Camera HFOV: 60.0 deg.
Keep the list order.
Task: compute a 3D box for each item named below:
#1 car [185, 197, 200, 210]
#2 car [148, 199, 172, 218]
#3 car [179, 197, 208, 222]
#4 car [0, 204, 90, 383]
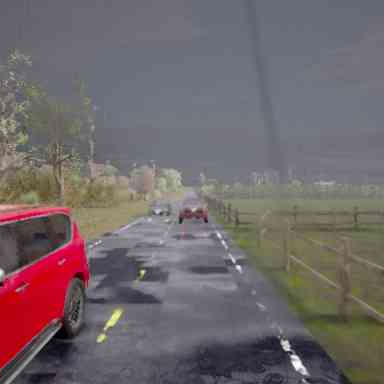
[{"bbox_3d":[0.115,1.409,42.853,1.837,1.490,4.892,0,0,0],"label":"car"},{"bbox_3d":[-2.820,1.429,29.858,2.128,1.511,4.902,0,0,0],"label":"car"},{"bbox_3d":[0.108,1.302,25.534,2.097,1.767,4.553,0,0,0],"label":"car"},{"bbox_3d":[-2.840,1.216,3.642,2.150,2.045,5.566,0,0,0],"label":"car"}]
